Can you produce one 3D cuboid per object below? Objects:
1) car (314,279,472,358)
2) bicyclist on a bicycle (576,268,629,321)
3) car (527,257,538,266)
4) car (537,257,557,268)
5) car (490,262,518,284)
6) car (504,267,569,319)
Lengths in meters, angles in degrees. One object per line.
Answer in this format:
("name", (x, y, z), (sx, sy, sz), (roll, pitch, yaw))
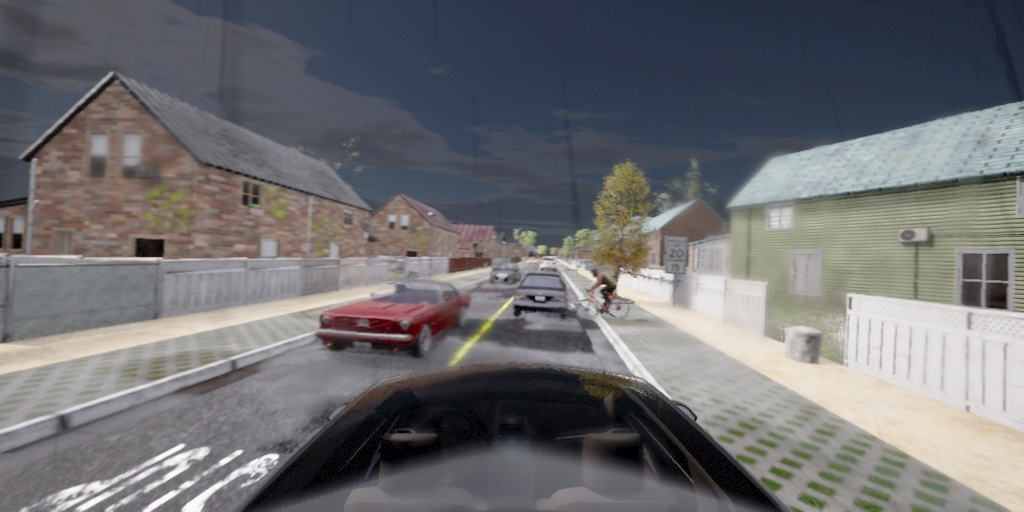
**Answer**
("car", (-2.337, 1.242, 8.379), (1.895, 1.301, 4.718), (3, 0, 6))
("bicyclist on a bicycle", (2.811, 1.203, 11.259), (1.656, 1.620, 0.582), (-4, -1, 6))
("car", (3.790, 0.979, 64.467), (1.882, 1.535, 5.008), (3, 0, 6))
("car", (5.316, 1.153, 52.051), (2.150, 2.045, 5.566), (3, 0, 7))
("car", (-0.403, 1.203, 26.298), (2.128, 1.511, 4.902), (3, 0, 6))
("car", (1.121, 1.337, 13.295), (2.033, 1.411, 5.357), (3, 0, 6))
